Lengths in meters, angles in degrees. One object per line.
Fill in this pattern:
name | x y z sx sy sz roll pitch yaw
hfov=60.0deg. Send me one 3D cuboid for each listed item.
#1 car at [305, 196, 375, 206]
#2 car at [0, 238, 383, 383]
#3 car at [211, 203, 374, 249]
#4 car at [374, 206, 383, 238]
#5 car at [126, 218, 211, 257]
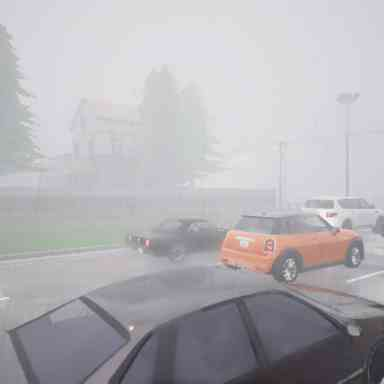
car | 8.090 1.223 17.684 5.566 2.045 2.150 0 0 -36
car | 0.188 1.548 3.378 5.357 1.411 2.033 0 0 -36
car | 3.074 1.352 9.786 4.553 1.767 2.097 0 0 -36
car | 10.530 1.479 15.130 5.008 1.535 1.882 0 0 -36
car | 0.158 1.601 11.987 4.718 1.301 1.895 0 0 -36
